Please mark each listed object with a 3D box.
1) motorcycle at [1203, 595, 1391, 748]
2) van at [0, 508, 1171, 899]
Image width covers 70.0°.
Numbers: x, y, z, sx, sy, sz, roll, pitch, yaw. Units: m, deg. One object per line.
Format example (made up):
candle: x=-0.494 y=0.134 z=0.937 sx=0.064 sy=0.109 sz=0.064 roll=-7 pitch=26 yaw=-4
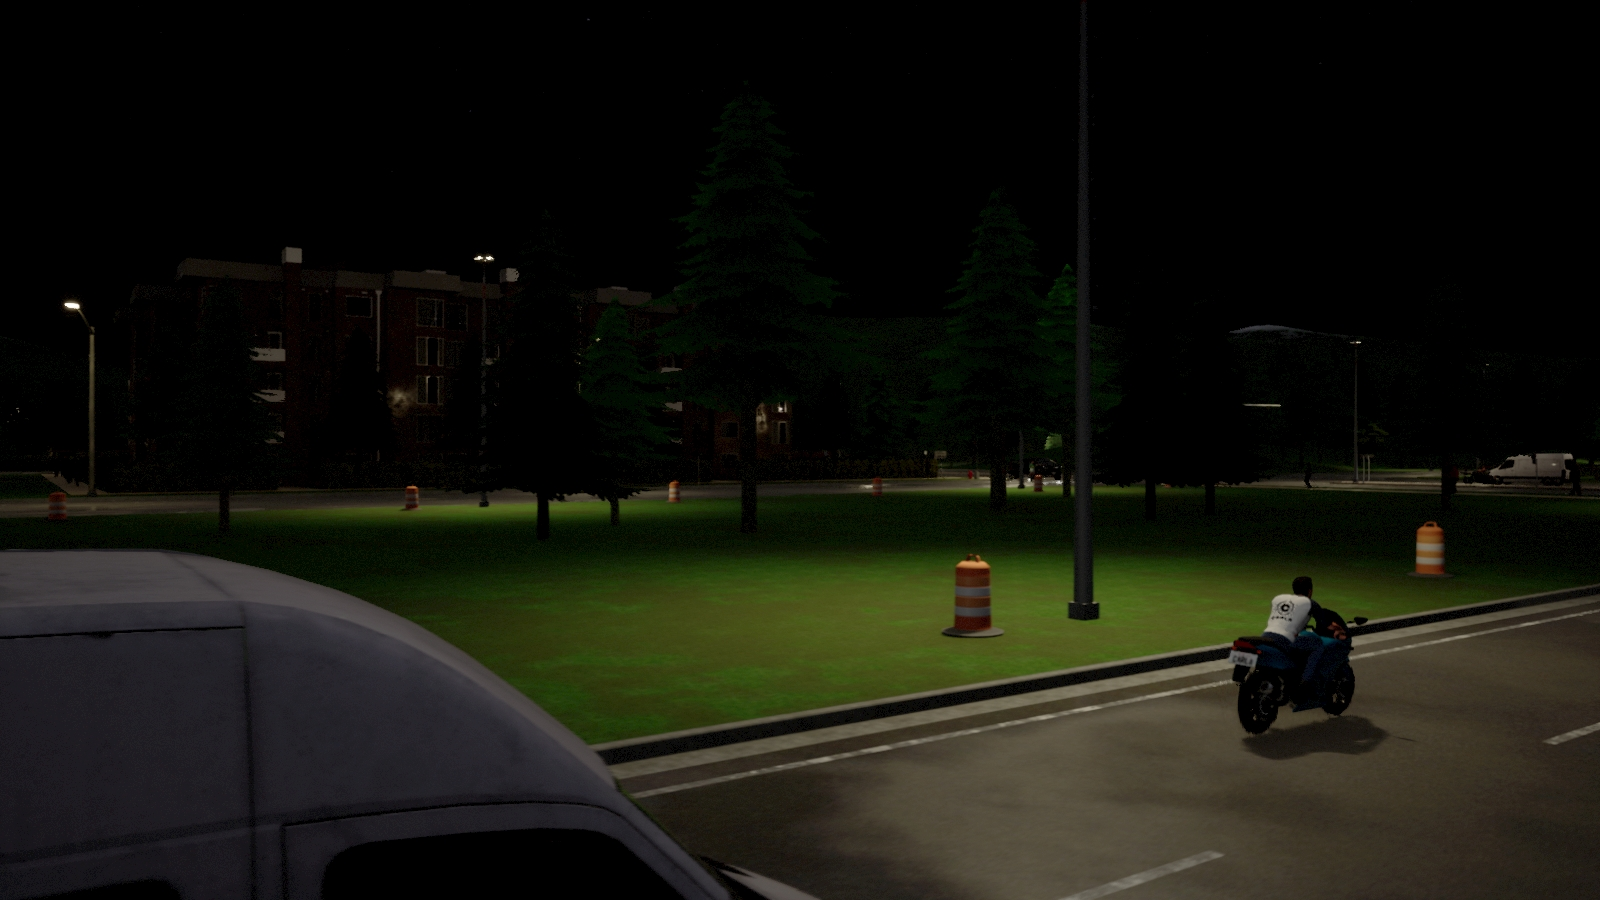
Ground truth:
motorcycle: x=5.072 y=2.188 z=11.608 sx=2.033 sy=1.199 sz=0.803 roll=0 pitch=0 yaw=-35
van: x=-1.910 y=1.534 z=2.453 sx=5.915 sy=2.561 sz=1.988 roll=0 pitch=0 yaw=-35
